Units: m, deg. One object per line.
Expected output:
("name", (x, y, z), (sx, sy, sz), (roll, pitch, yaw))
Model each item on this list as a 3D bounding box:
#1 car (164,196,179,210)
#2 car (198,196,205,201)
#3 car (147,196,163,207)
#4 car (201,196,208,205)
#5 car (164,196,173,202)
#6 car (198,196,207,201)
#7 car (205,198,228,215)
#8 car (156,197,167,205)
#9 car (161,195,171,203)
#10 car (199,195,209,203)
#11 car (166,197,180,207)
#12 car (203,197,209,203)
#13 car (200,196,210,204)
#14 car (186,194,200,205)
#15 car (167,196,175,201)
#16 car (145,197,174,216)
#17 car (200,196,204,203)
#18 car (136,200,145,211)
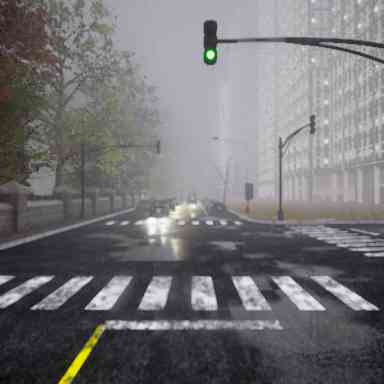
("car", (-3.088, 1.527, 43.099), (1.882, 1.535, 5.008), (0, 0, 0))
("car", (2.700, 1.728, 90.917), (1.802, 1.307, 4.206), (0, 0, 0))
("car", (-5.683, 1.503, 51.492), (1.967, 1.590, 4.097), (0, 0, 0))
("car", (2.696, 1.619, 45.859), (1.947, 1.339, 4.313), (0, 0, 0))
("car", (-5.681, 1.665, 79.653), (1.887, 1.381, 4.507), (0, 0, 0))
("car", (2.700, 1.684, 85.284), (2.008, 1.369, 4.403), (0, 0, 0))
("car", (2.695, 1.603, 34.593), (1.947, 1.339, 4.313), (0, 0, 0))
("car", (-5.682, 1.608, 62.587), (1.752, 1.417, 4.829), (0, 0, 0))
("car", (-5.681, 1.547, 74.021), (1.967, 1.590, 4.097), (0, 0, 0))
("car", (2.700, 1.547, 74.020), (1.967, 1.590, 4.097), (0, 0, 0))
("car", (-3.060, 1.573, 54.198), (1.837, 1.490, 4.892), (0, 0, 0))
("car", (2.695, 1.611, 40.226), (1.947, 1.339, 4.313), (0, 0, 0))
("car", (2.699, 1.535, 68.388), (1.967, 1.590, 4.097), (0, 0, 0))
("car", (0.006, 1.628, 61.463), (2.033, 1.411, 5.357), (0, 0, 0))
("car", (-5.680, 1.691, 90.918), (1.887, 1.381, 4.507), (0, 0, 0))
("car", (-3.147, 1.526, 32.751), (2.128, 1.511, 4.902), (0, 0, -3))
("car", (2.698, 1.628, 62.757), (1.887, 1.381, 4.507), (0, 0, 0))
("car", (-5.685, 1.627, 40.227), (1.802, 1.307, 4.206), (0, 0, 0))
